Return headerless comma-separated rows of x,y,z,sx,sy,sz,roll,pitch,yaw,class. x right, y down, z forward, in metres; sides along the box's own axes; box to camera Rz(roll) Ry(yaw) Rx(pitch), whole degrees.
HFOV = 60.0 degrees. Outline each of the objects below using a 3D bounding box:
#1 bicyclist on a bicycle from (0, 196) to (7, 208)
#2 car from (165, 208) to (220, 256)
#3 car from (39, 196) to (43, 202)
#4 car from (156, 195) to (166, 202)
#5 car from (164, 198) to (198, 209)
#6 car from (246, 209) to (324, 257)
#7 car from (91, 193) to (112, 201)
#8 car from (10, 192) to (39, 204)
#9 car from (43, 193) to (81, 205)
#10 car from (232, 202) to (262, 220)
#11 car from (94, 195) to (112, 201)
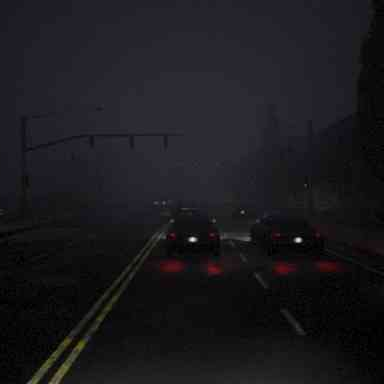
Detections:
-25.468,1.302,44.916,0.582,1.620,1.656,0,0,0,bicyclist on a bicycle
0.042,1.565,13.143,1.994,1.385,4.181,0,0,1,car
-38.905,1.364,80.496,3.905,1.438,1.784,0,0,0,car
-6.726,1.479,73.451,1.882,1.535,5.008,0,0,1,car
-0.708,1.492,27.904,2.128,1.511,4.902,0,0,-12,car
3.541,1.565,13.026,1.994,1.385,4.181,0,0,0,car
-21.450,1.157,77.612,3.866,1.878,1.905,0,0,0,car
-38.971,1.154,77.599,4.605,1.855,1.932,0,0,0,car
-21.479,1.154,55.094,4.605,1.855,1.932,0,0,0,car
4.738,1.565,28.000,1.994,1.385,4.181,0,0,22,car
-21.438,1.396,80.507,3.806,1.475,1.970,0,0,0,car
